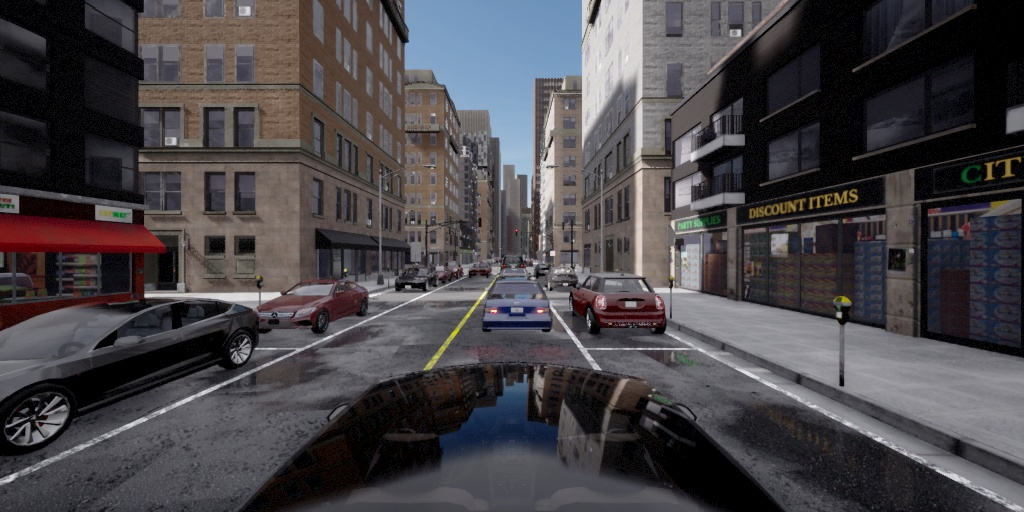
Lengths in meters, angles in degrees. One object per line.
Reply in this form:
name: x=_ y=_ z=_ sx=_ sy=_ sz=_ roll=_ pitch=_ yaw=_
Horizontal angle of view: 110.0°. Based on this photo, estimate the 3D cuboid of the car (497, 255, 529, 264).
car: x=0.081 y=0.975 z=31.340 sx=2.150 sy=2.045 sz=5.566 roll=0 pitch=0 yaw=-1

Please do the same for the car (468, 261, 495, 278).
car: x=-2.923 y=1.358 z=33.351 sx=1.895 sy=1.301 sz=4.718 roll=0 pitch=0 yaw=0

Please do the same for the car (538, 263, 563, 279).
car: x=2.904 y=1.302 z=21.590 sx=2.007 sy=1.370 sz=4.403 roll=0 pitch=0 yaw=0

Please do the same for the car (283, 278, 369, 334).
car: x=-5.650 y=1.332 z=10.609 sx=1.802 sy=1.307 sz=4.207 roll=0 pitch=0 yaw=0

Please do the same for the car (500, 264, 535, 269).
car: x=0.146 y=1.352 z=21.308 sx=1.895 sy=1.301 sz=4.718 roll=0 pitch=0 yaw=0

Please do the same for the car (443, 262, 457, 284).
car: x=-5.608 y=1.334 z=27.113 sx=1.802 sy=1.307 sz=4.207 roll=0 pitch=0 yaw=0

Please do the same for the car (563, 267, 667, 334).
car: x=2.876 y=1.190 z=10.587 sx=1.967 sy=1.591 sz=4.097 roll=0 pitch=0 yaw=0

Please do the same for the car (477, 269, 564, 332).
car: x=0.122 y=1.297 z=10.802 sx=2.033 sy=1.411 sz=5.357 roll=0 pitch=0 yaw=0

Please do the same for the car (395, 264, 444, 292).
car: x=-5.622 y=1.317 z=21.611 sx=1.948 sy=1.339 sz=4.313 roll=0 pitch=0 yaw=0

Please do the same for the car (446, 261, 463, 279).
car: x=-5.593 y=1.193 z=32.614 sx=1.967 sy=1.591 sz=4.097 roll=0 pitch=0 yaw=0

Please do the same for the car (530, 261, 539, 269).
car: x=2.932 y=1.319 z=32.592 sx=1.948 sy=1.339 sz=4.313 roll=0 pitch=0 yaw=0

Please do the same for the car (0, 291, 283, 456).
car: x=-5.664 y=1.315 z=5.108 sx=1.948 sy=1.339 sz=4.313 roll=0 pitch=0 yaw=0
